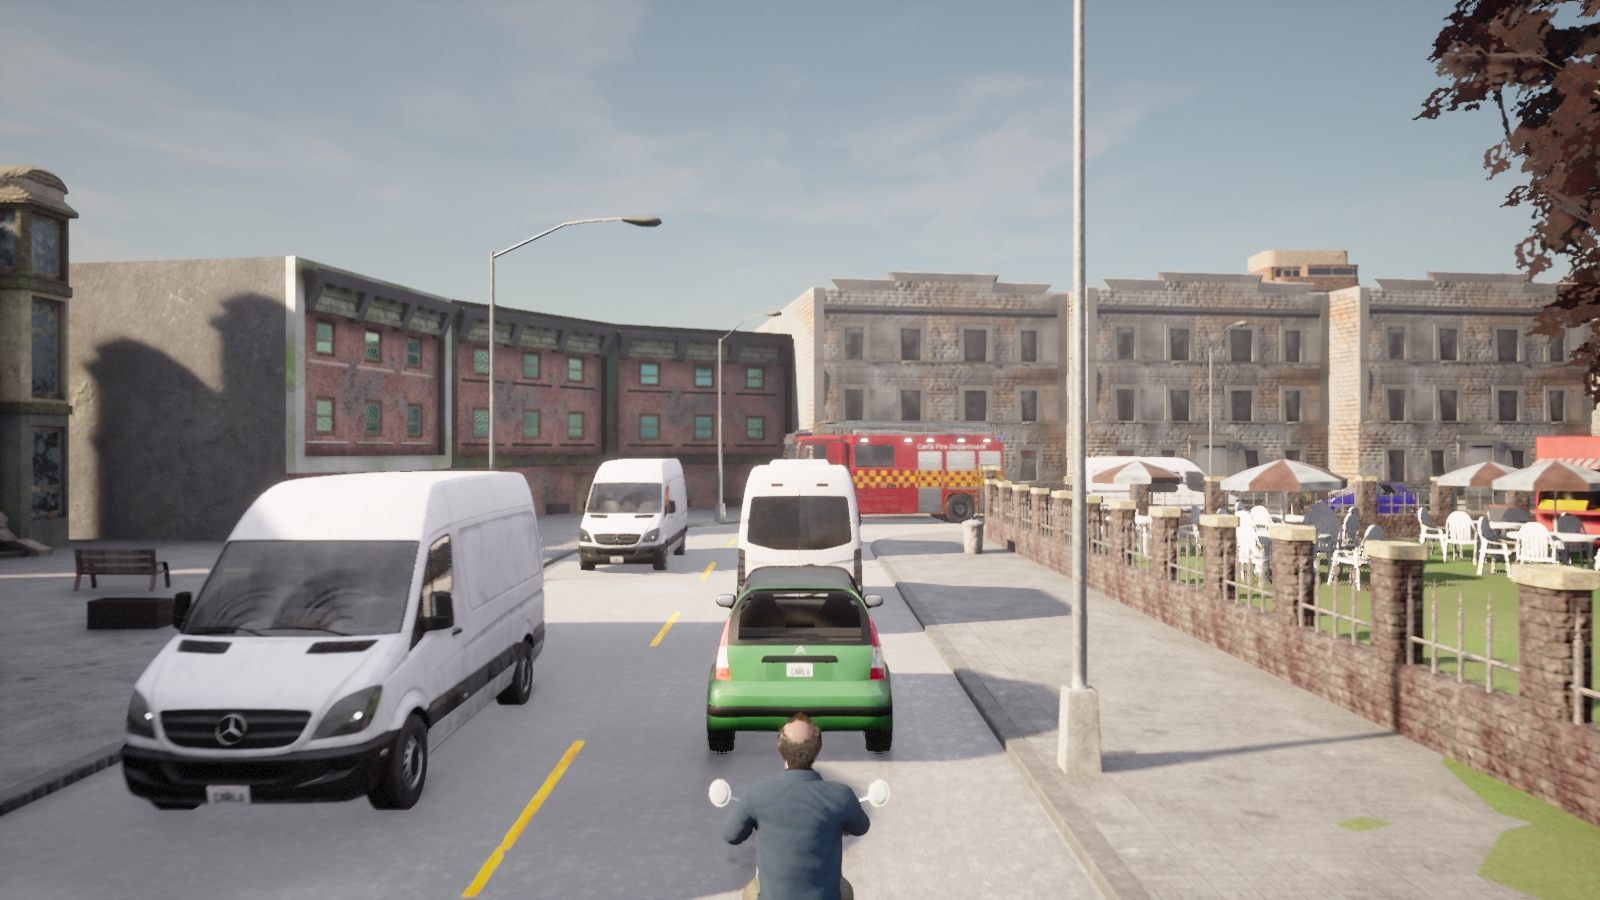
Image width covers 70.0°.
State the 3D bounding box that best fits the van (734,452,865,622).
[{"bbox_3d":[-0.010,1.313,20.205,1.988,2.561,5.915,0,0,0],"label":"van"}]

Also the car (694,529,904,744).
[{"bbox_3d":[-0.006,1.779,12.063,1.851,1.617,3.988,0,0,0],"label":"car"}]

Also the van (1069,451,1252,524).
[{"bbox_3d":[12.801,1.311,40.793,5.915,2.561,1.988,0,0,0],"label":"van"}]

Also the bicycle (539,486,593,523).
[{"bbox_3d":[-8.324,1.937,40.672,1.835,1.271,0.329,0,0,0],"label":"bicycle"}]

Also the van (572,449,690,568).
[{"bbox_3d":[-4.067,1.308,28.469,1.988,2.561,5.915,0,1,1],"label":"van"}]

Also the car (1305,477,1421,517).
[{"bbox_3d":[21.951,1.815,44.627,3.633,1.501,1.845,0,0,0],"label":"car"}]

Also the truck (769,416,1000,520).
[{"bbox_3d":[3.186,0.669,44.186,8.468,3.827,2.891,0,0,-10],"label":"truck"}]

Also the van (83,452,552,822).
[{"bbox_3d":[-4.013,1.313,10.940,1.988,2.561,5.915,0,0,0],"label":"van"}]

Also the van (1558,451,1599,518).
[{"bbox_3d":[33.244,1.311,44.650,5.915,2.561,1.988,0,0,0],"label":"van"}]
